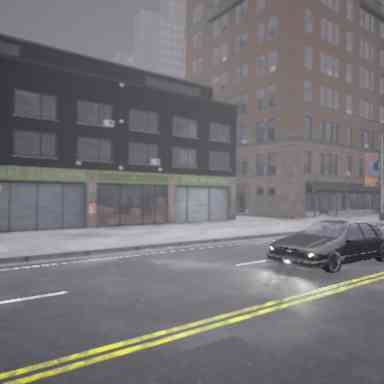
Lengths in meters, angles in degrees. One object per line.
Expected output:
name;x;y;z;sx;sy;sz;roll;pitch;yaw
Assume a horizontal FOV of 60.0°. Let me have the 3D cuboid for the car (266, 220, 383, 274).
car;4.929;1.661;11.195;5.357;1.411;2.033;1;0;-36
